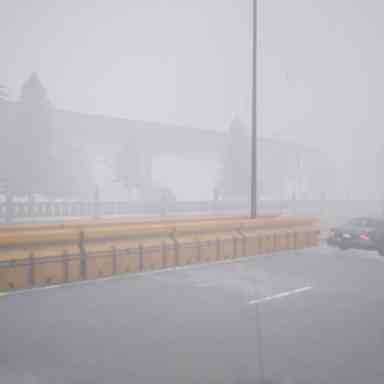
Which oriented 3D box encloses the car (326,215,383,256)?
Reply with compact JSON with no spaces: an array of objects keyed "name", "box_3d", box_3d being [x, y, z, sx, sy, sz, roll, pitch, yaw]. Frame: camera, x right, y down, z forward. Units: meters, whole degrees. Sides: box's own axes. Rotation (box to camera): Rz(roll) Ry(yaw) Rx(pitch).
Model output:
[{"name":"car","box_3d":[7.736,1.677,13.676,5.357,1.411,2.033,1,0,-35]}]
